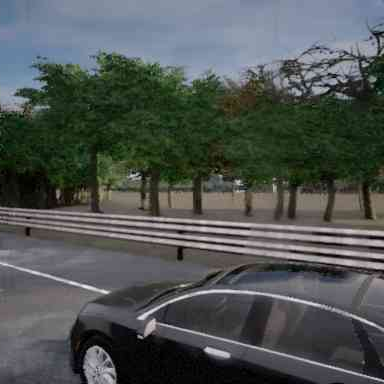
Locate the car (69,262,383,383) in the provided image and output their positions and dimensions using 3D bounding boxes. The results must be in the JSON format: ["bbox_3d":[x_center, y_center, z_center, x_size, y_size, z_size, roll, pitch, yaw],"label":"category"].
[{"bbox_3d":[0.751,1.507,3.360,4.892,1.490,1.837,0,0,36],"label":"car"}]
